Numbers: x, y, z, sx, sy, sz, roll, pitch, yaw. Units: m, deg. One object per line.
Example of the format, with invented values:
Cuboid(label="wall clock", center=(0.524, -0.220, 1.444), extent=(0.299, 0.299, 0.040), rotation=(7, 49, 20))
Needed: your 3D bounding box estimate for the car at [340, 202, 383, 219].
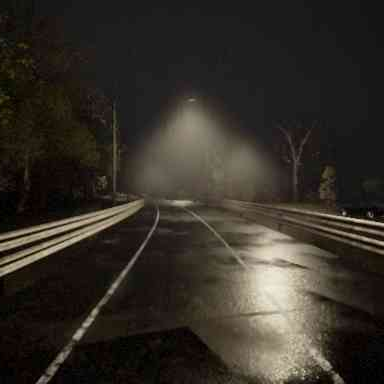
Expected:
Cuboid(label="car", center=(16.661, 1.697, 32.119), extent=(1.882, 1.535, 5.008), rotation=(0, 0, -23))

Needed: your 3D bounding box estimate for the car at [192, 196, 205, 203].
Cuboid(label="car", center=(1.634, 1.490, 68.172), extent=(2.128, 1.511, 4.902), rotation=(1, 0, -23))

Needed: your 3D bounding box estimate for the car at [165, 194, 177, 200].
Cuboid(label="car", center=(-5.445, 1.261, 85.111), extent=(2.097, 1.767, 4.553), rotation=(0, 0, -23))
